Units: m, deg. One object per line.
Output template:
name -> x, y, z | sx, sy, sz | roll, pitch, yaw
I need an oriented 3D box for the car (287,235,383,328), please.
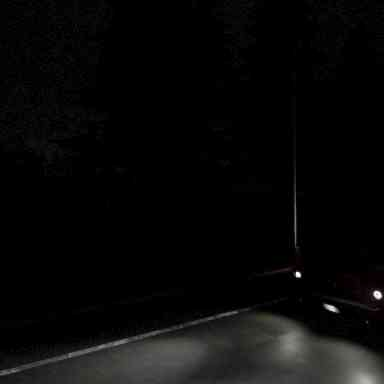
car -> 4.129, 1.601, 6.697 | 4.718, 1.301, 1.895 | 0, 0, -33
